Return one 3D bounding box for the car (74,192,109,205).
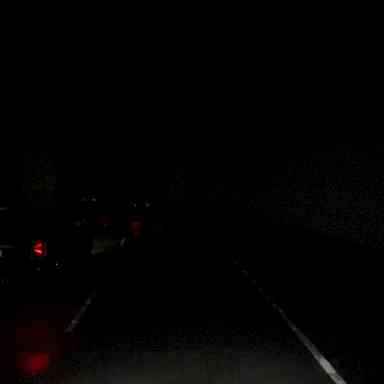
[{"bbox_3d":[-12.056,0.739,39.734,2.033,1.411,5.357,-1,2,-41],"label":"car"}]

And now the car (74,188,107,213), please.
[{"bbox_3d":[-8.567,0.654,27.858,2.150,2.045,5.566,0,1,-24],"label":"car"}]

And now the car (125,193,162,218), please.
[{"bbox_3d":[-3.613,0.852,24.346,2.097,1.767,4.553,-1,1,-17],"label":"car"}]

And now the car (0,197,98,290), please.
[{"bbox_3d":[-4.043,1.176,8.627,2.097,1.767,4.553,0,1,-5],"label":"car"}]
